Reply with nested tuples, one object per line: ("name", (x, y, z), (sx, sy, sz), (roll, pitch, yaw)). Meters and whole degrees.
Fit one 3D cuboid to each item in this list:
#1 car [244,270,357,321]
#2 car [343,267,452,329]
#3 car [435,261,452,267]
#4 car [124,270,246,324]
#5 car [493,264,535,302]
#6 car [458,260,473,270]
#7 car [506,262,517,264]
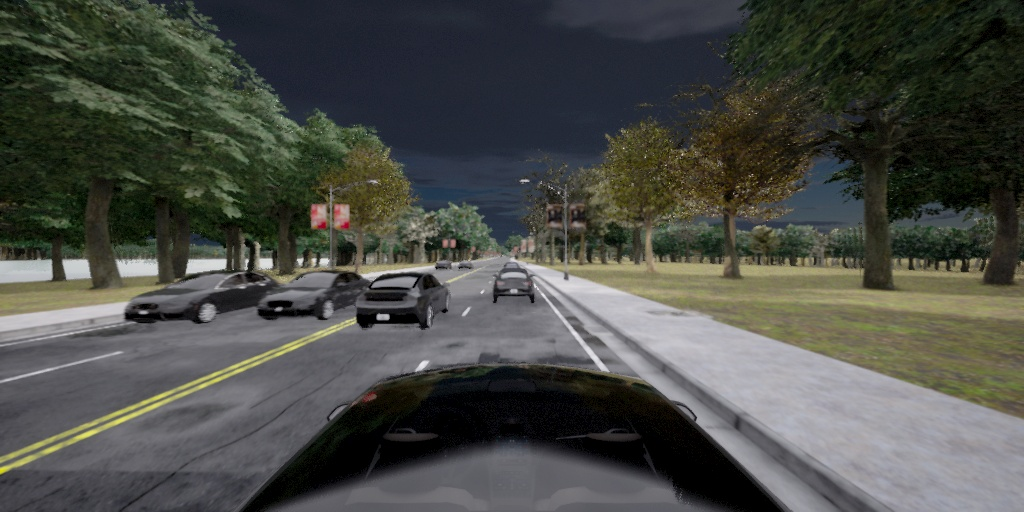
("car", (-6.614, 1.259, 12.599), (1.837, 1.490, 4.892), (0, 0, 0))
("car", (-3.162, 1.258, 11.212), (1.837, 1.490, 4.892), (0, 0, 0))
("car", (-10.065, 1.372, 53.106), (2.033, 1.411, 5.357), (0, 0, 0))
("car", (-9.863, 1.259, 12.018), (1.837, 1.490, 4.892), (0, 0, 0))
("car", (0.073, 1.283, 16.999), (1.812, 1.442, 4.674), (0, 0, 0))
("car", (-6.827, 1.372, 53.388), (2.033, 1.411, 5.357), (0, 0, 0))
("car", (-0.029, 1.356, 37.497), (1.994, 1.385, 4.181), (0, 0, 0))
